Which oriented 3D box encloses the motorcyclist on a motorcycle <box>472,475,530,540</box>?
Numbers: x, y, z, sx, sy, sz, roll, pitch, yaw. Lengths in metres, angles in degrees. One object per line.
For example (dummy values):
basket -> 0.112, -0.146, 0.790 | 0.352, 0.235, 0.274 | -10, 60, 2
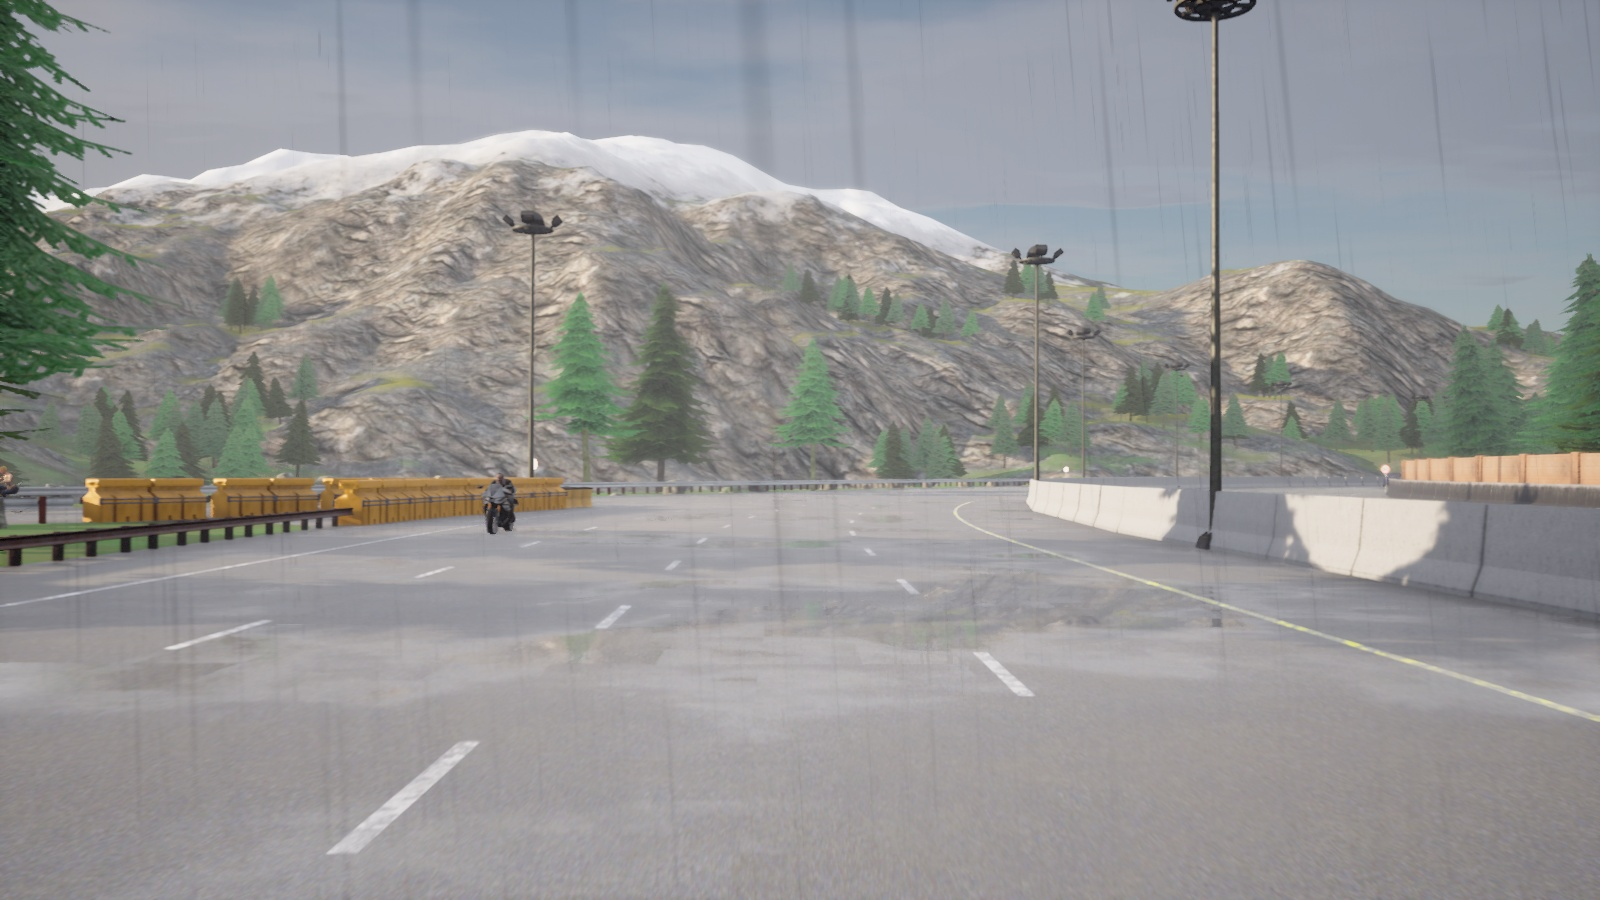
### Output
motorcyclist on a motorcycle -> -7.382, 1.399, 31.081 | 0.866, 1.530, 2.191 | 0, -1, 1
